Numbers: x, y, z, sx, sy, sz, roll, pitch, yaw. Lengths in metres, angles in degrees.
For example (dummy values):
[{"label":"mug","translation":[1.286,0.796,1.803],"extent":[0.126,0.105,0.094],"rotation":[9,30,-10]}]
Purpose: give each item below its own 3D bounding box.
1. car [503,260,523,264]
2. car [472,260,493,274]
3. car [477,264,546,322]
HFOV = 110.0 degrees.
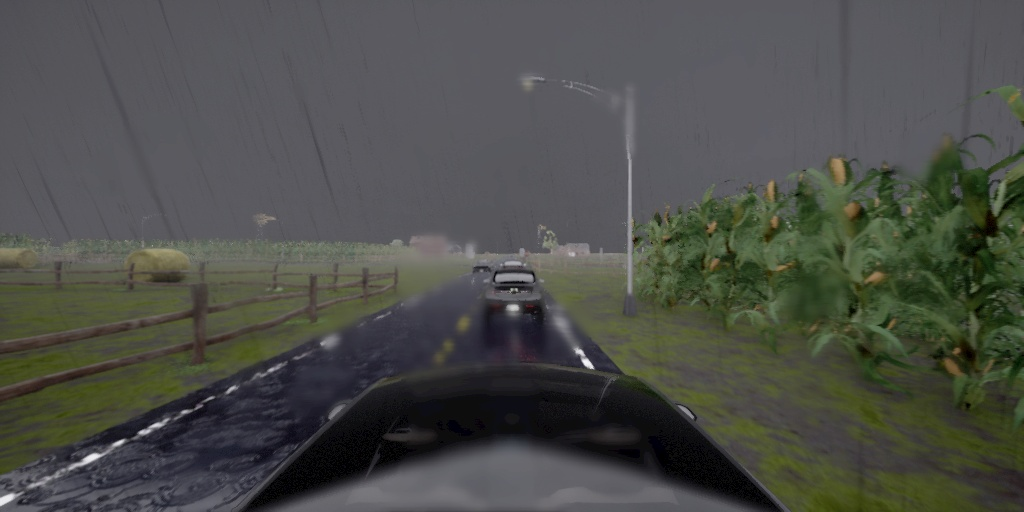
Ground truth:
[{"label":"car","translation":[0.082,1.015,27.866],"extent":[1.882,1.535,5.008],"rotation":[0,0,0]},{"label":"car","translation":[-2.839,1.074,35.878],"extent":[1.895,1.301,4.718],"rotation":[0,0,0]},{"label":"car","translation":[0.081,1.169,11.928],"extent":[1.837,1.490,4.892],"rotation":[0,0,0]}]
